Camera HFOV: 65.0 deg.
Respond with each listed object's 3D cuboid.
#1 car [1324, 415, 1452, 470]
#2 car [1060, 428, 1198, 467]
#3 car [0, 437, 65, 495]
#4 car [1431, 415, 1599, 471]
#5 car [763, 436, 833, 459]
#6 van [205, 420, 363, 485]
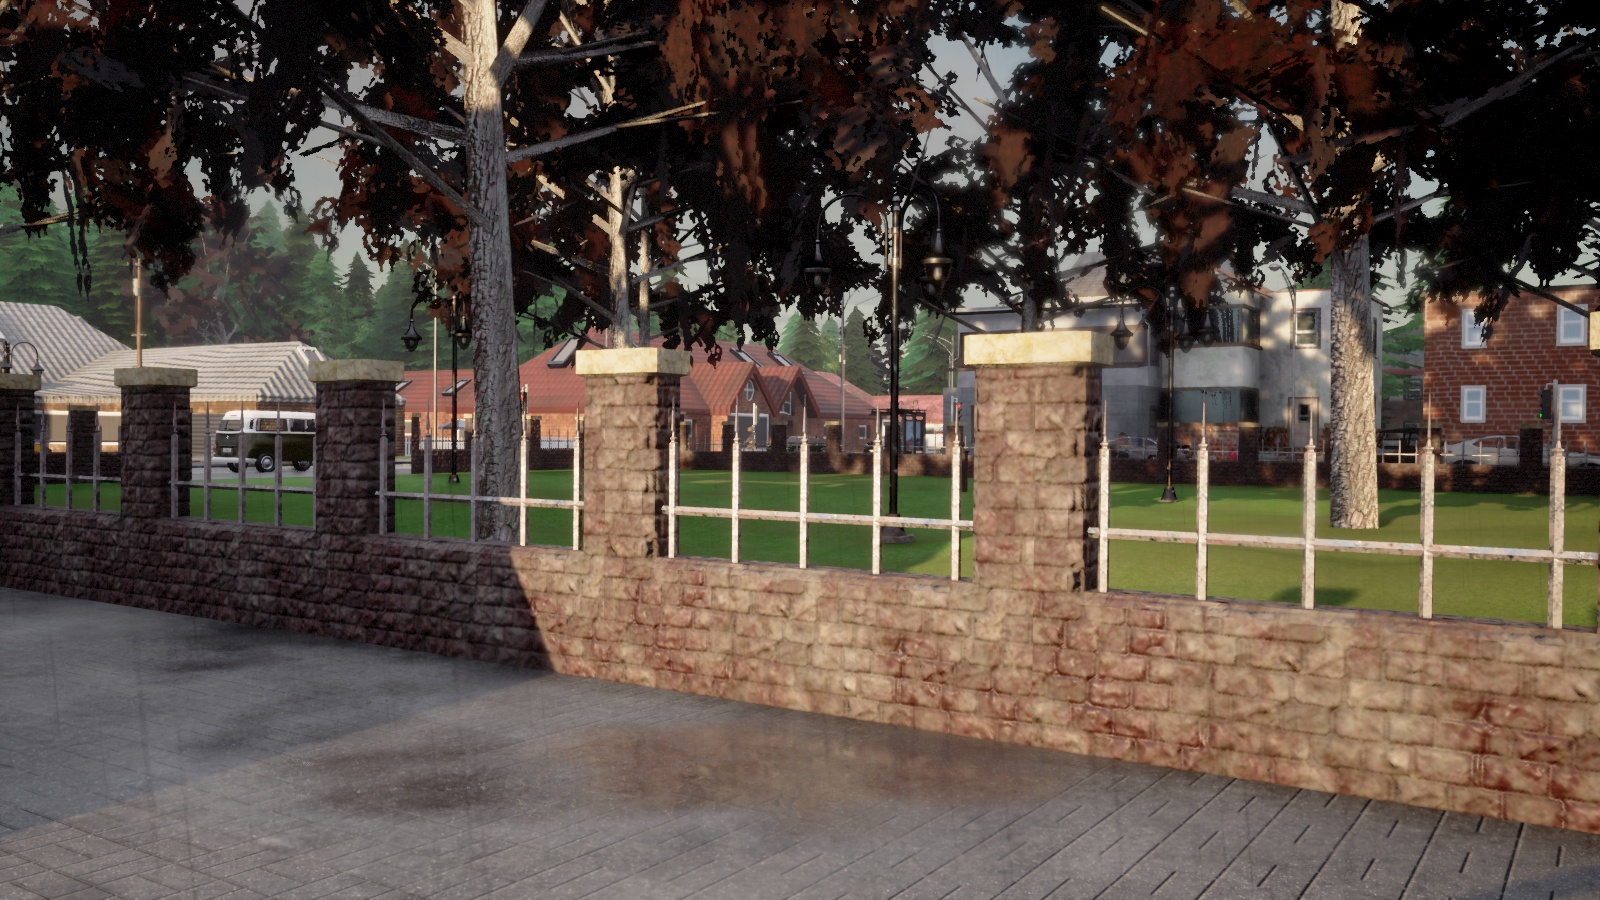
[{"bbox_3d":[20.905,-0.272,44.696,3.866,1.878,1.905,0,1,34],"label":"car"},{"bbox_3d":[13.053,-0.112,49.923,4.902,1.511,2.128,0,1,34],"label":"car"},{"bbox_3d":[-22.672,0.457,33.476,1.882,1.535,5.008,0,1,32],"label":"car"},{"bbox_3d":[22.481,-0.225,38.891,5.027,1.651,2.152,0,1,33],"label":"car"},{"bbox_3d":[-0.089,-0.189,74.842,1.895,1.301,4.718,0,1,34],"label":"car"},{"bbox_3d":[-17.129,0.038,41.871,2.069,2.038,4.480,0,1,32],"label":"van"}]
